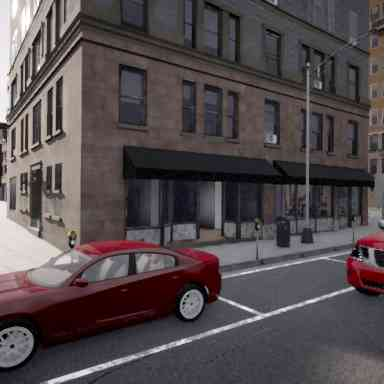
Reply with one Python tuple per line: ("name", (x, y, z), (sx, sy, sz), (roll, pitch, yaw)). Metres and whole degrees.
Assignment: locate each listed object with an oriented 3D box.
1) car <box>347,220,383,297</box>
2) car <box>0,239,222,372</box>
("car", (5.823, 1.222, 7.457), (5.566, 2.045, 2.150), (0, 0, -35))
("car", (-1.536, 1.545, 5.658), (4.507, 1.381, 1.887), (0, 1, -35))
